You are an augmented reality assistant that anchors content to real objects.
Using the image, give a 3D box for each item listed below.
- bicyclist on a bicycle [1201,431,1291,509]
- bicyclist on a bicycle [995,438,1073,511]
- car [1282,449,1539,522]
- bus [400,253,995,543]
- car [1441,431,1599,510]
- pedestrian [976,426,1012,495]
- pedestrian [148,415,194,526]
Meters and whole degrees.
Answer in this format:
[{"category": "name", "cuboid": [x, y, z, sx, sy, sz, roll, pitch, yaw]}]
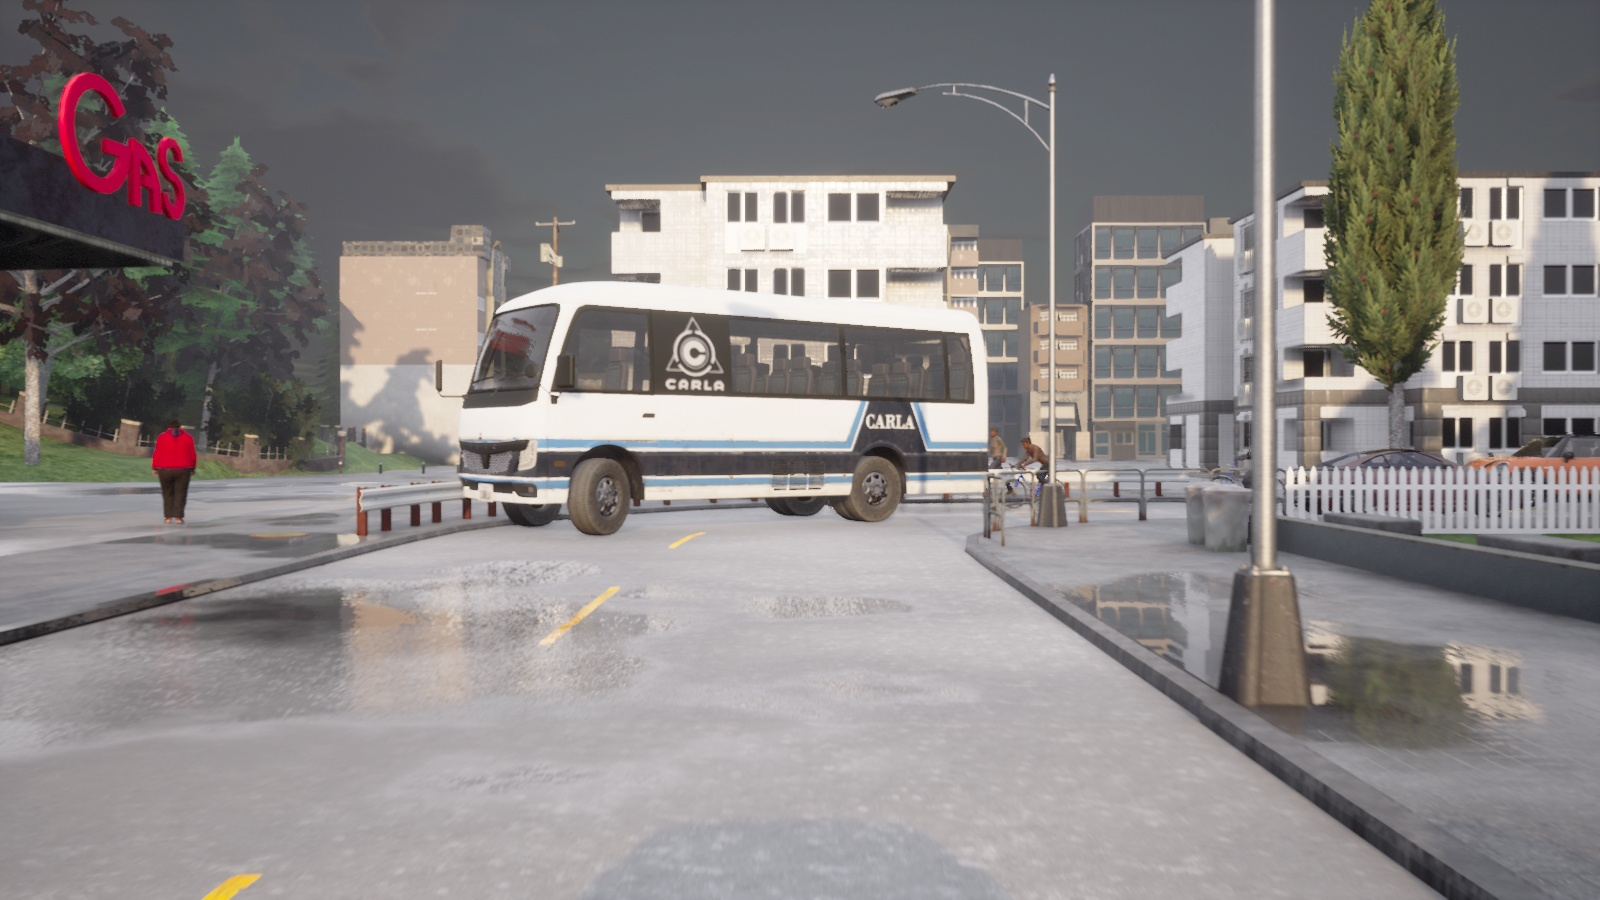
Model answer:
[{"category": "bicyclist on a bicycle", "cuboid": [10.333, 0.459, 29.127, 1.843, 1.776, 0.659, 0, 0, 0]}, {"category": "bicyclist on a bicycle", "cuboid": [5.316, 0.542, 28.557, 1.656, 1.620, 0.582, 0, 0, -14]}, {"category": "car", "cuboid": [12.120, 0.677, 25.143, 4.181, 1.385, 1.994, 0, 0, -1]}, {"category": "bus", "cuboid": [-1.555, -0.768, 23.009, 10.273, 4.253, 3.944, 0, 1, -36]}, {"category": "car", "cuboid": [17.661, 0.453, 29.095, 4.553, 1.767, 2.097, 0, 0, 0]}, {"category": "pedestrian", "cuboid": [5.125, 0.270, 33.225, 0.869, 1.805, 0.328, 0, 0, -10]}, {"category": "pedestrian", "cuboid": [-10.743, 0.335, 21.480, 0.634, 1.844, 0.899, 0, 0, -22]}]
